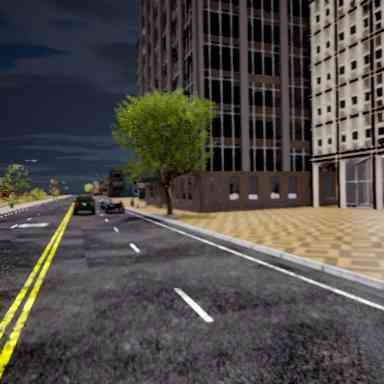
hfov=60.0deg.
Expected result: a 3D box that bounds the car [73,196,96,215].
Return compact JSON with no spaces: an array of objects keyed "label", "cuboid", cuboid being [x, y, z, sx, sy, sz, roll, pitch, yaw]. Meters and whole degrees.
[{"label":"car","cuboid":[-11.794,1.406,36.553,2.150,2.045,5.566,-1,0,-18]}]

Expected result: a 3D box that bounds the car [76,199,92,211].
[{"label":"car","cuboid":[-15.173,1.783,46.530,2.033,1.411,5.357,-1,0,-19]}]

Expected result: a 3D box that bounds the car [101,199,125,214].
[{"label":"car","cuboid":[-8.700,1.623,37.514,2.128,1.511,4.902,-1,0,-19]}]
